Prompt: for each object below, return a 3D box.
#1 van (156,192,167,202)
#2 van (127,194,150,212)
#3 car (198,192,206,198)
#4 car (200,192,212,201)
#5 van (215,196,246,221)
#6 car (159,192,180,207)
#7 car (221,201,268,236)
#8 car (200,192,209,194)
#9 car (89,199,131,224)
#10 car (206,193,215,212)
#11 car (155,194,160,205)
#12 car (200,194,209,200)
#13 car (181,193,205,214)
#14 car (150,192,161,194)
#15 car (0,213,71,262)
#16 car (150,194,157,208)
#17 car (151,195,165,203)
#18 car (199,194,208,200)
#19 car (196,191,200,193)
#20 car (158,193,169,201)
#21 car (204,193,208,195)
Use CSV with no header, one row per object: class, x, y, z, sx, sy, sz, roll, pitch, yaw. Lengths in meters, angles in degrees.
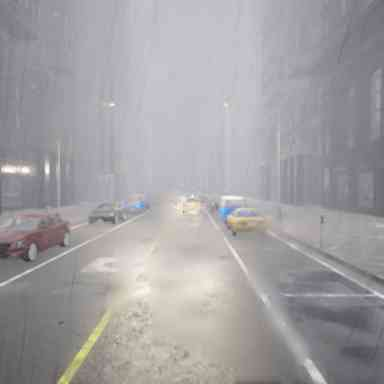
van,-5.744,0.939,62.495,1.690,1.788,3.998,0,0,0
van,-5.753,1.118,34.312,1.690,1.788,3.998,0,0,0
car,2.791,0.861,90.682,1.967,1.590,4.097,0,0,0
car,2.783,0.878,68.138,2.192,1.841,5.009,0,0,0
van,2.768,1.189,23.048,1.690,1.788,3.998,0,0,0
car,-2.984,1.101,45.653,1.882,1.535,5.008,0,0,0
car,2.767,1.409,17.583,1.752,1.417,4.829,0,0,0
car,2.780,1.074,56.865,1.967,1.590,4.097,0,0,0
car,-5.757,1.414,23.040,1.947,1.339,4.313,0,0,0
car,2.772,1.217,34.321,1.967,1.590,4.097,0,0,0
car,-5.749,1.271,45.586,1.947,1.339,4.313,0,0,0
car,2.786,1.072,73.775,1.887,1.381,4.507,0,0,0
car,0.011,1.186,31.910,1.801,1.575,5.366,0,0,0
car,-5.748,0.984,51.221,2.192,1.841,5.009,0,0,0
car,-5.760,1.466,11.767,1.887,1.381,4.507,0,0,0
car,-5.751,1.307,39.950,1.947,1.339,4.313,0,0,0
car,-5.745,1.179,56.860,1.887,1.381,4.507,0,0,0
car,2.788,1.058,79.412,1.947,1.339,4.313,0,0,0
car,0.022,1.028,64.556,2.128,1.511,4.902,0,0,0
car,-5.742,1.003,68.132,1.967,1.590,4.097,0,0,0
car,2.776,1.256,45.594,2.008,1.369,4.403,0,0,0
